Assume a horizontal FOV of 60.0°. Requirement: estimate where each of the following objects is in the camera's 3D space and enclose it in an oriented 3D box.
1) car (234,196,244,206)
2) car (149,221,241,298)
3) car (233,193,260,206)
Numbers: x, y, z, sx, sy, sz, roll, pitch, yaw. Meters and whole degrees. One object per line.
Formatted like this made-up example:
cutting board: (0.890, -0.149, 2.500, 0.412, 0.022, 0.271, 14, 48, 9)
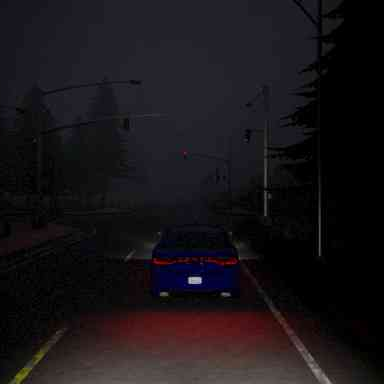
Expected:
car: (8.958, 1.144, 49.548, 4.605, 1.855, 1.932, 0, 0, 0)
car: (0.079, 1.478, 8.597, 1.882, 1.535, 5.008, 0, 0, 1)
car: (8.549, 1.146, 52.059, 3.866, 1.878, 1.905, 0, 0, 0)
